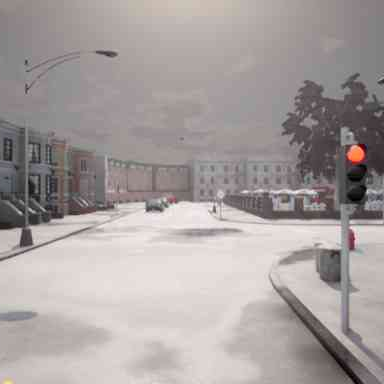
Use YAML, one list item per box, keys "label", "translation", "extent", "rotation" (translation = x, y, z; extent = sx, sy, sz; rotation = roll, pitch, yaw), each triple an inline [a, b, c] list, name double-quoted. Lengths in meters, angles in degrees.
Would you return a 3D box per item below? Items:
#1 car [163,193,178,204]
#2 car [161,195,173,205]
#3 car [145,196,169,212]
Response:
- label: "car"
  translation: [-4.159, 1.172, 59.830]
  extent: [2.150, 2.045, 5.566]
  rotation: [0, 0, 12]
- label: "car"
  translation: [-4.220, 1.506, 47.165]
  extent: [2.033, 1.411, 5.357]
  rotation: [0, 0, -1]
- label: "car"
  translation: [-4.170, 1.514, 38.333]
  extent: [2.033, 1.411, 5.357]
  rotation: [0, 0, -1]
